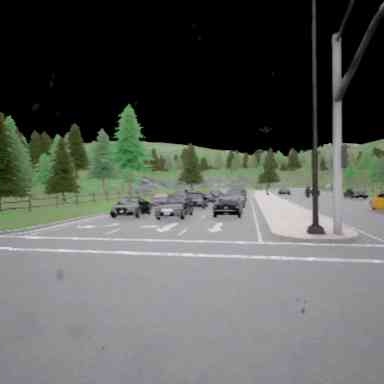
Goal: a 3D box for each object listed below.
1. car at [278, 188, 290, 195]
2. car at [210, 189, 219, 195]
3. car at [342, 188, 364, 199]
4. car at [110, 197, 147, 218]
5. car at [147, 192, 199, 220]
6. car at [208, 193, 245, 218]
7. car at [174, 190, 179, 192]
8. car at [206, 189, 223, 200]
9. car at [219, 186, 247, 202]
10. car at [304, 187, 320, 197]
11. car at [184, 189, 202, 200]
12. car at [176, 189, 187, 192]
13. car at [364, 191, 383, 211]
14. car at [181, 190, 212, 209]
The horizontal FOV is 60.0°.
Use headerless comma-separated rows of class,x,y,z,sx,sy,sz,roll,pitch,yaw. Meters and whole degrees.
car,17.687,-0.171,63.878,1.994,1.385,4.181,-1,1,11
car,1.722,0.639,39.465,1.994,1.385,4.181,-1,1,9
car,21.255,0.210,43.554,2.033,1.411,5.357,-1,1,9
car,-4.387,1.081,24.293,1.994,1.385,4.181,-1,1,10
car,-1.120,0.990,22.729,2.128,1.511,4.902,-1,1,10
car,2.552,1.024,23.388,1.895,1.301,4.718,-1,1,10
car,-2.934,0.827,32.795,1.812,1.442,4.674,-1,1,9
car,3.383,0.315,49.457,2.128,1.511,4.902,-1,1,9
car,4.059,0.552,32.194,2.097,1.767,4.553,-1,1,9
car,19.315,-0.053,53.587,1.882,1.535,5.008,-1,2,10
car,0.200,0.375,51.636,2.033,1.411,5.357,-1,1,9
car,-1.485,0.434,41.532,2.097,1.767,4.553,-1,1,9
car,14.449,0.693,23.944,1.882,1.535,5.008,-1,1,9
car,0.392,0.841,31.459,1.994,1.385,4.181,-1,1,9
